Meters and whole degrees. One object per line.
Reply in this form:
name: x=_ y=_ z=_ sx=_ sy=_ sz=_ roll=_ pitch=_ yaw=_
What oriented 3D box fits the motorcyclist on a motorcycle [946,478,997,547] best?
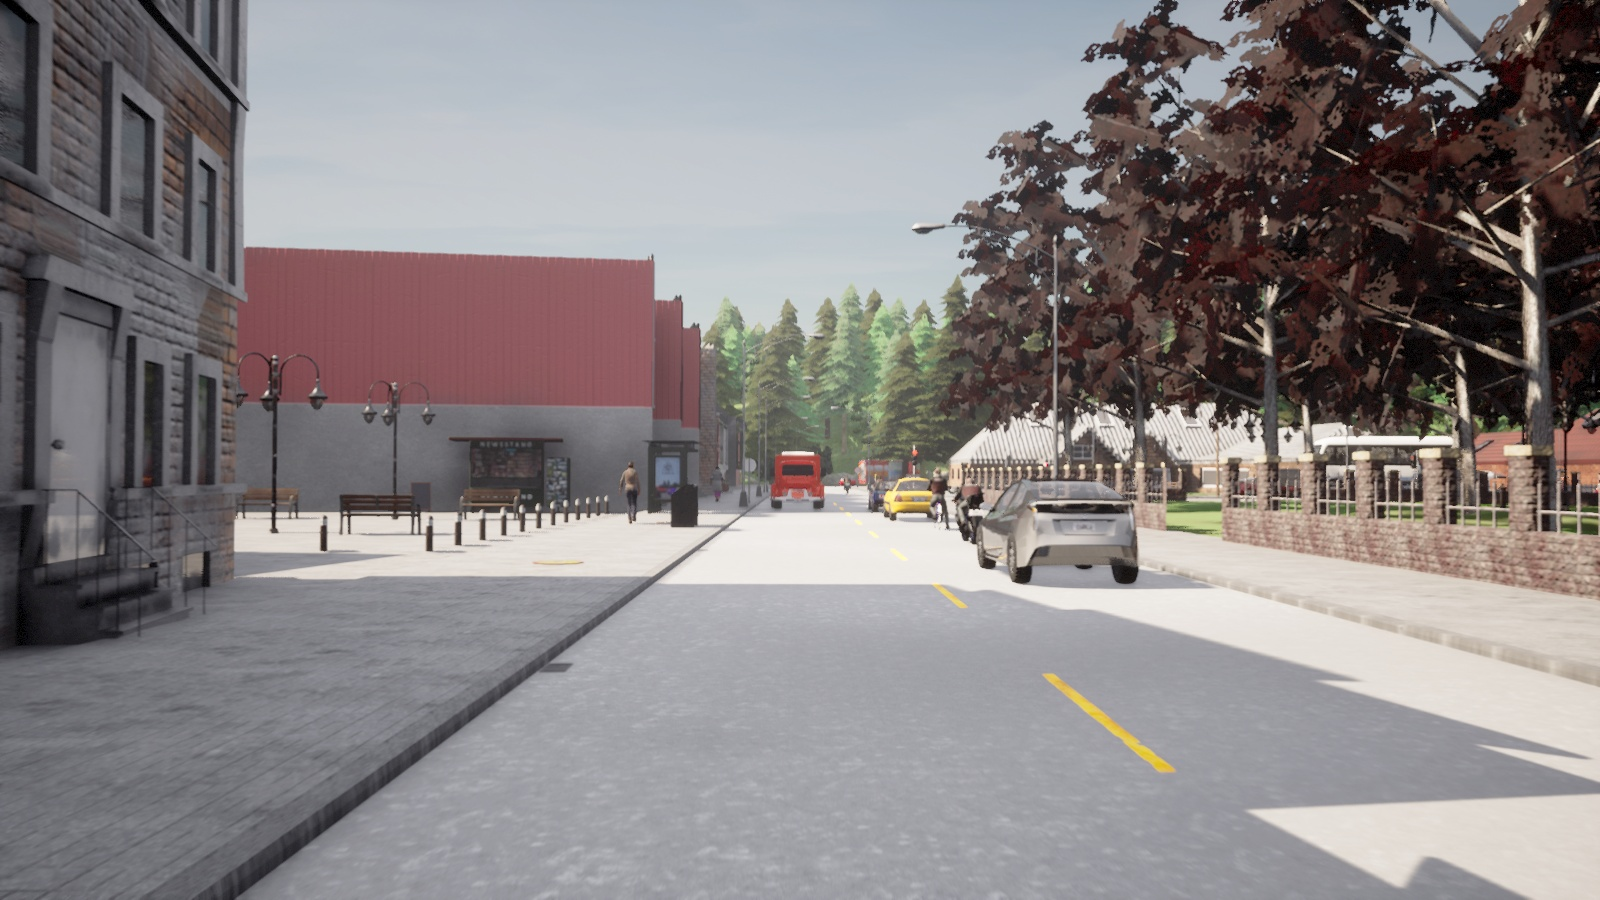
motorcyclist on a motorcycle: x=3.939 y=1.409 z=29.029 sx=0.866 sy=1.530 sz=2.191 roll=0 pitch=-1 yaw=0

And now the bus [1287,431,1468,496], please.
bus: x=38.621 y=0.947 z=84.368 sx=10.273 sy=4.253 sz=3.944 roll=0 pitch=-2 yaw=8

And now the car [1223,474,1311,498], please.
car: x=29.857 y=2.278 z=80.310 sx=4.792 sy=1.488 sz=2.163 roll=0 pitch=-1 yaw=-2

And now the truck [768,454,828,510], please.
truck: x=-0.096 y=1.479 z=58.301 sx=2.627 sy=2.467 sz=5.204 roll=0 pitch=-1 yaw=0

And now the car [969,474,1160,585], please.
car: x=3.952 y=1.136 z=19.605 sx=2.007 sy=1.525 sz=4.514 roll=0 pitch=-1 yaw=0

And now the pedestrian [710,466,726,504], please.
pedestrian: x=-4.312 y=1.837 z=65.854 sx=0.659 sy=1.952 sz=0.873 roll=0 pitch=-1 yaw=8

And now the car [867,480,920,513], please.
car: x=3.914 y=1.949 z=53.150 sx=1.895 sy=1.301 sz=4.718 roll=0 pitch=-1 yaw=0

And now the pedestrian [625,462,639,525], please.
pedestrian: x=-4.859 y=1.263 z=36.344 sx=0.328 sy=1.805 sz=0.869 roll=0 pitch=-1 yaw=-2

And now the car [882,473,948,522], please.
car: x=3.923 y=1.599 z=43.528 sx=1.801 sy=1.575 sz=5.366 roll=0 pitch=-1 yaw=0
